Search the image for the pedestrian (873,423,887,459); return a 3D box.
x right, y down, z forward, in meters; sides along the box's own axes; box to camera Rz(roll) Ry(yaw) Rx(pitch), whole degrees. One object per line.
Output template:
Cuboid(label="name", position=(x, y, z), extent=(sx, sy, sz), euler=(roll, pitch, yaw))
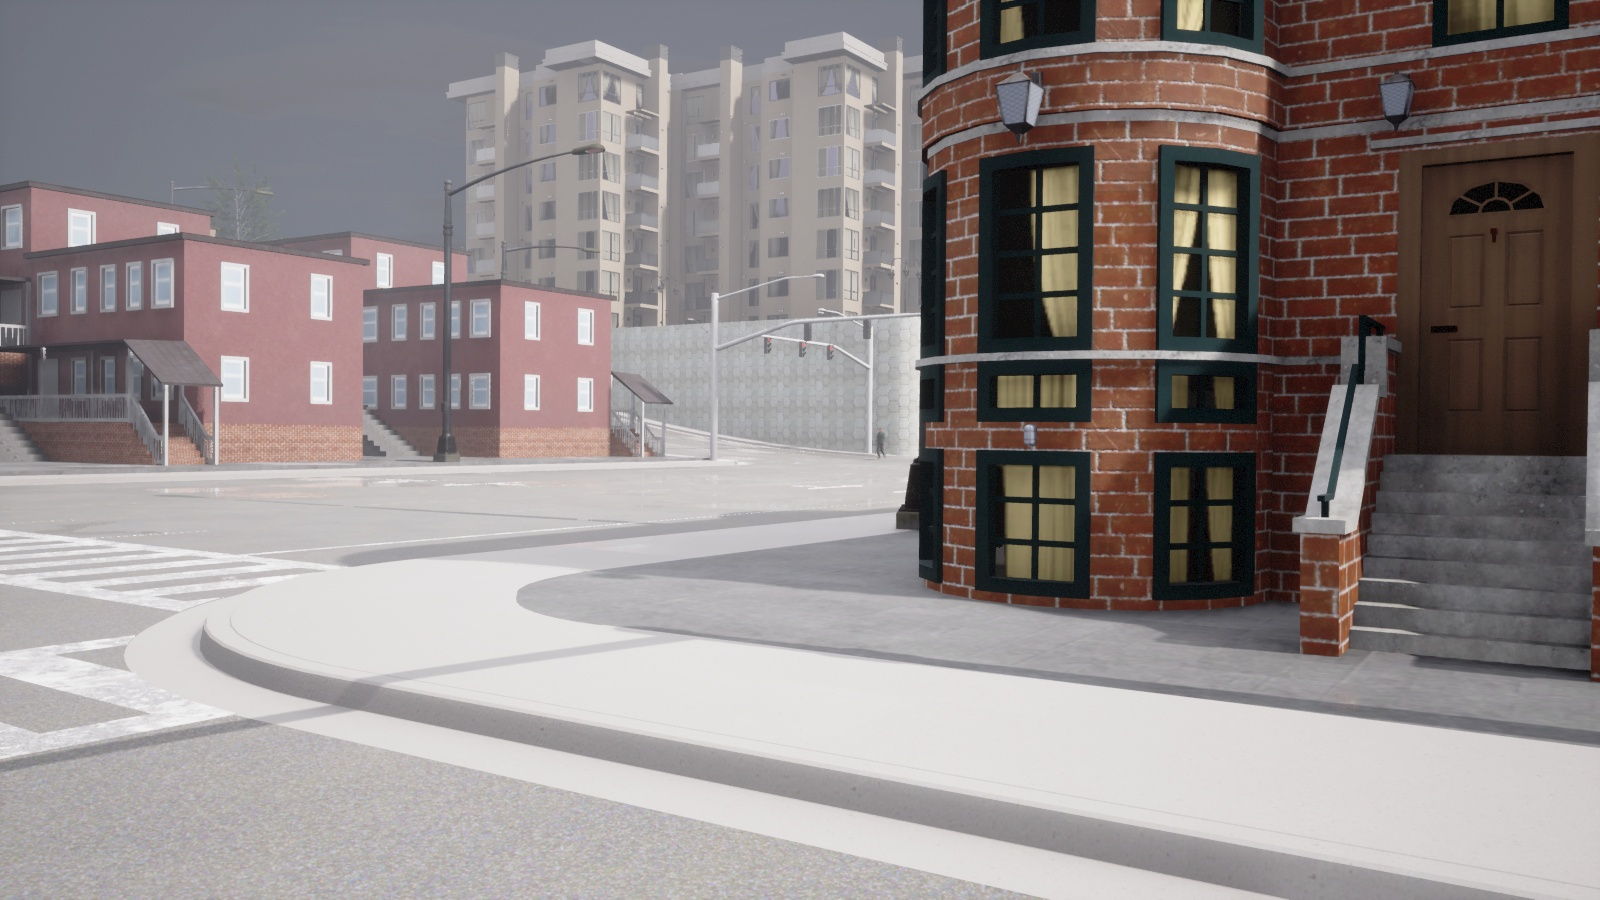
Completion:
Cuboid(label="pedestrian", position=(4.396, -0.514, 68.979), extent=(0.423, 1.949, 0.788), euler=(0, 1, 34))
